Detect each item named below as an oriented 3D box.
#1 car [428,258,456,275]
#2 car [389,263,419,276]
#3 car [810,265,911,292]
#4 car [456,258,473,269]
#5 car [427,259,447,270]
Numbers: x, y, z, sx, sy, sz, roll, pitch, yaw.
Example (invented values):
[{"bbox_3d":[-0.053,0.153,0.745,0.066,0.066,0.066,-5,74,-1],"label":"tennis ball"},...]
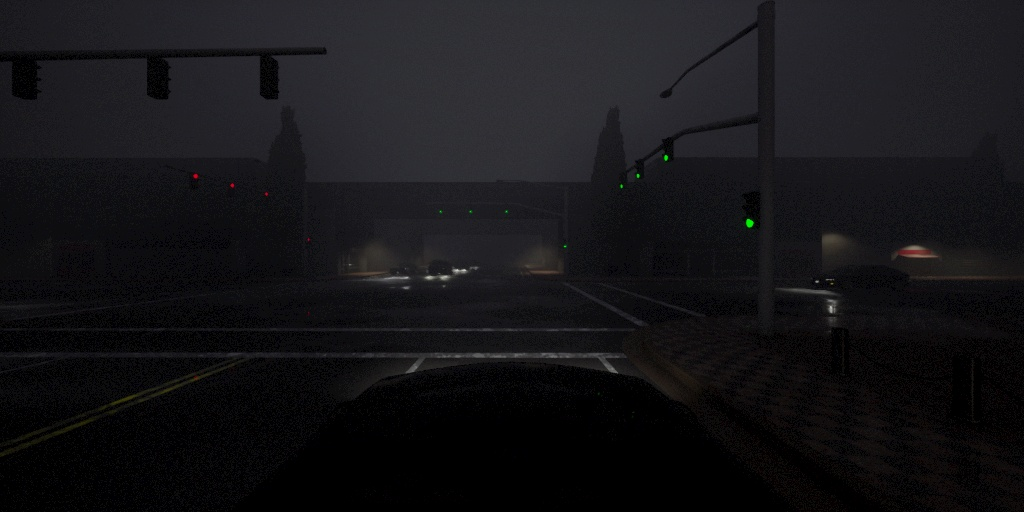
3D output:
[{"bbox_3d":[-7.754,1.227,38.937,1.882,1.535,5.008,0,0,0],"label":"car"},{"bbox_3d":[-11.263,1.350,37.664,1.895,1.301,4.718,0,0,0],"label":"car"},{"bbox_3d":[20.280,1.254,20.980,4.892,1.490,1.837,0,0,0],"label":"car"},{"bbox_3d":[-7.642,1.240,54.847,2.128,1.511,4.902,0,0,1],"label":"car"},{"bbox_3d":[-11.153,1.254,53.528,1.837,1.490,4.892,0,0,0],"label":"car"}]
